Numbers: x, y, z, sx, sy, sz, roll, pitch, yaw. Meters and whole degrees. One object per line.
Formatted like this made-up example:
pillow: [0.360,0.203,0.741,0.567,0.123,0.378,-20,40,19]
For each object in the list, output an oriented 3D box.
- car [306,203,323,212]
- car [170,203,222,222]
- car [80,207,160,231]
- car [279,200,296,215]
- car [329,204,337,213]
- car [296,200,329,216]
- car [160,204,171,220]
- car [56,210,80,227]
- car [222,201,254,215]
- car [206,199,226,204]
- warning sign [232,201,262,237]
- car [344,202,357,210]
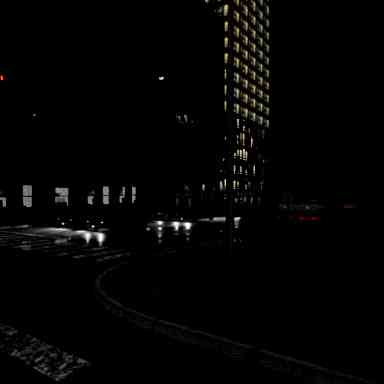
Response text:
car: [21.540,2.671,58.484,1.994,1.385,4.181,0,-1,33]
car: [0.520,2.055,32.086,2.033,1.411,5.357,0,-1,33]
car: [-4.917,1.874,23.608,2.033,1.411,5.357,0,-1,33]
car: [13.953,2.083,46.656,2.150,2.045,5.566,0,-1,33]
car: [21.780,2.597,53.014,1.994,1.385,4.181,0,-1,33]
car: [16.056,2.066,44.025,2.150,2.045,5.566,0,-1,35]
car: [-2.390,2.003,33.564,1.837,1.490,4.892,0,-1,33]
car: [-7.573,1.873,25.485,2.033,1.411,5.357,0,-1,33]
car: [6.002,2.180,40.617,2.128,1.511,4.902,0,-1,33]
car: [3.143,1.903,42.185,2.150,2.045,5.566,0,-1,32]
warning sign: [3.091,1.454,18.556,1.300,1.860,1.060,1,1,33]
car: [31.329,2.789,65.799,1.882,1.535,5.008,0,-1,33]
